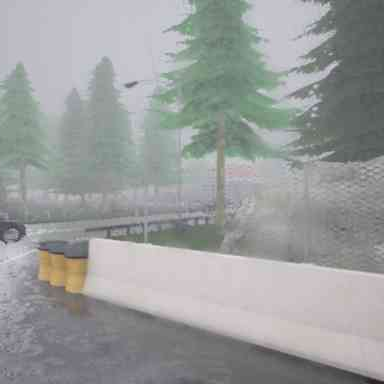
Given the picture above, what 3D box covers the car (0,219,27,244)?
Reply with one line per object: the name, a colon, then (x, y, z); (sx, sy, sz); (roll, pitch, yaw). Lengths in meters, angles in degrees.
car: (-8.742, 1.471, 12.574); (1.837, 1.490, 4.892); (-5, -1, 25)
